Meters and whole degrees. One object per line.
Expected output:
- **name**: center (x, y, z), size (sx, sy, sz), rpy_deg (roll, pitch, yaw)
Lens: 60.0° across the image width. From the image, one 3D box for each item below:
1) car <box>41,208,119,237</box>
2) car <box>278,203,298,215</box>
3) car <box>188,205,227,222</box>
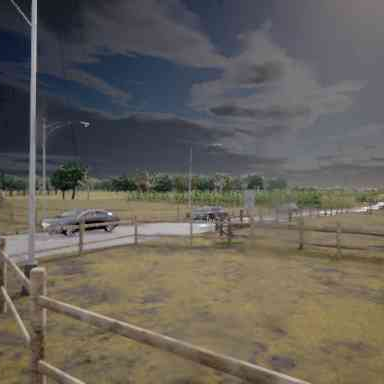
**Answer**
- **car**: center (-6.526, 1.730, 19.833), size (2.128, 1.511, 4.902), rpy_deg (1, 0, 33)
- **car**: center (14.197, 2.467, 49.366), size (2.097, 1.767, 4.553), rpy_deg (1, -1, 35)
- **car**: center (1.533, 2.055, 31.439), size (1.837, 1.490, 4.892), rpy_deg (1, -1, 35)
